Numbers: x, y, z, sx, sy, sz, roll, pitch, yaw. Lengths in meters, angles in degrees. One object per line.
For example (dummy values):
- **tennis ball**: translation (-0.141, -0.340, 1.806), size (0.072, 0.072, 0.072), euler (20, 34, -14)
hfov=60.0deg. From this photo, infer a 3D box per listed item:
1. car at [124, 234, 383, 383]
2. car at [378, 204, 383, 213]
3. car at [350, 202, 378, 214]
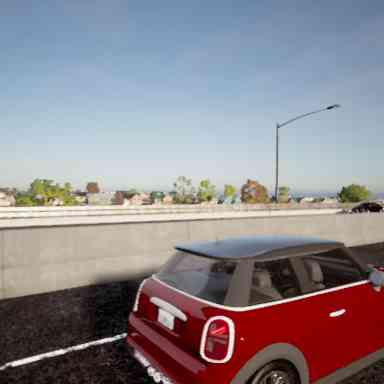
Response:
- **car**: translation (1.460, 1.396, 4.763), size (4.553, 1.767, 2.097), euler (1, 0, -35)
- **car**: translation (23.210, 2.008, 37.028), size (4.892, 1.490, 1.837), euler (1, -1, -34)
- **car**: translation (20.935, 2.003, 39.714), size (4.892, 1.490, 1.837), euler (1, -1, -34)
